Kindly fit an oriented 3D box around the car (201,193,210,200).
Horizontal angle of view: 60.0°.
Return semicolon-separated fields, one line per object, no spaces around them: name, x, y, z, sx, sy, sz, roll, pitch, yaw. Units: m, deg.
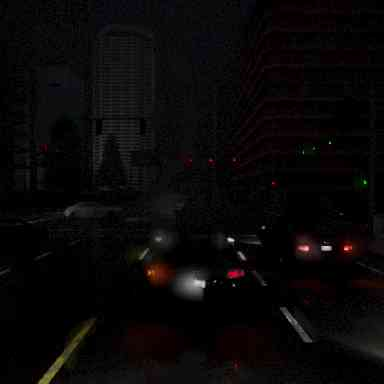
car;3.557;1.206;90.422;2.150;2.045;5.566;0;0;0

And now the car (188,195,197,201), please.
car;0.052;1.534;81.396;2.033;1.411;5.357;0;0;0

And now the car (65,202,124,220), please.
car;-7.947;1.512;27.211;4.674;1.442;1.812;0;0;0

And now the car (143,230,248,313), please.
car;0.074;1.564;7.757;1.994;1.385;4.181;0;0;0

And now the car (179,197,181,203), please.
car;-3.532;1.352;60.629;2.097;1.767;4.553;0;0;0

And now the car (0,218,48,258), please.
car;-6.839;1.601;11.154;1.895;1.301;4.718;0;0;3

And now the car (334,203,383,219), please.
car;14.582;1.545;27.986;4.718;1.301;1.895;0;0;-9

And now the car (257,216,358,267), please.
car;3.596;1.547;11.377;2.033;1.411;5.357;0;0;0

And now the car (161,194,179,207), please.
car;-3.563;1.491;50.704;2.128;1.511;4.902;0;0;0

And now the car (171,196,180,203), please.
car;-3.455;1.524;70.608;1.812;1.442;4.674;0;0;0

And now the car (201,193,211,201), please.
car;3.551;1.493;80.538;1.837;1.490;4.892;0;0;0

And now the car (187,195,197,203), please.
car;0.072;1.501;71.051;1.837;1.490;4.892;0;0;0
